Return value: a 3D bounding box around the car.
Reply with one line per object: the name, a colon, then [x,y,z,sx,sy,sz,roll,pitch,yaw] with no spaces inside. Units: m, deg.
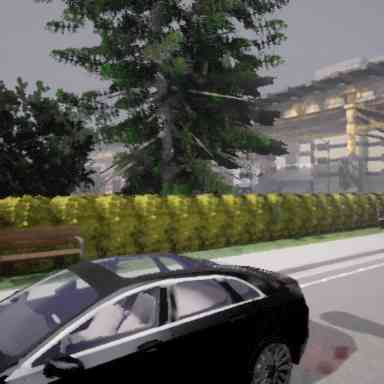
car: [-0.812,1.490,3.410,4.902,1.511,2.128,0,0,-36]
